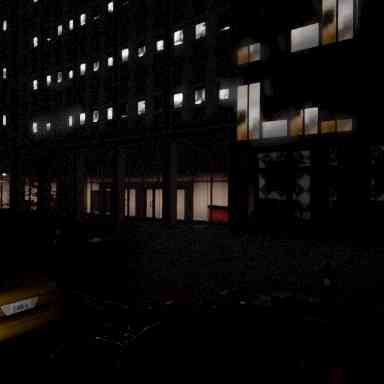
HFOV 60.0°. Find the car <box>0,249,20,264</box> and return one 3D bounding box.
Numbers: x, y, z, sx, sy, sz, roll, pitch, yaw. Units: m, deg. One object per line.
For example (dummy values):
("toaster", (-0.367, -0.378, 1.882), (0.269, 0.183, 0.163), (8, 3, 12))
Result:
("car", (-4.215, 1.524, 5.888), (4.829, 1.417, 1.752), (0, 1, 36))

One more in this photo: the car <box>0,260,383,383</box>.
("car", (0.543, 1.440, 2.478), (4.097, 1.590, 1.967), (0, 1, 36))
